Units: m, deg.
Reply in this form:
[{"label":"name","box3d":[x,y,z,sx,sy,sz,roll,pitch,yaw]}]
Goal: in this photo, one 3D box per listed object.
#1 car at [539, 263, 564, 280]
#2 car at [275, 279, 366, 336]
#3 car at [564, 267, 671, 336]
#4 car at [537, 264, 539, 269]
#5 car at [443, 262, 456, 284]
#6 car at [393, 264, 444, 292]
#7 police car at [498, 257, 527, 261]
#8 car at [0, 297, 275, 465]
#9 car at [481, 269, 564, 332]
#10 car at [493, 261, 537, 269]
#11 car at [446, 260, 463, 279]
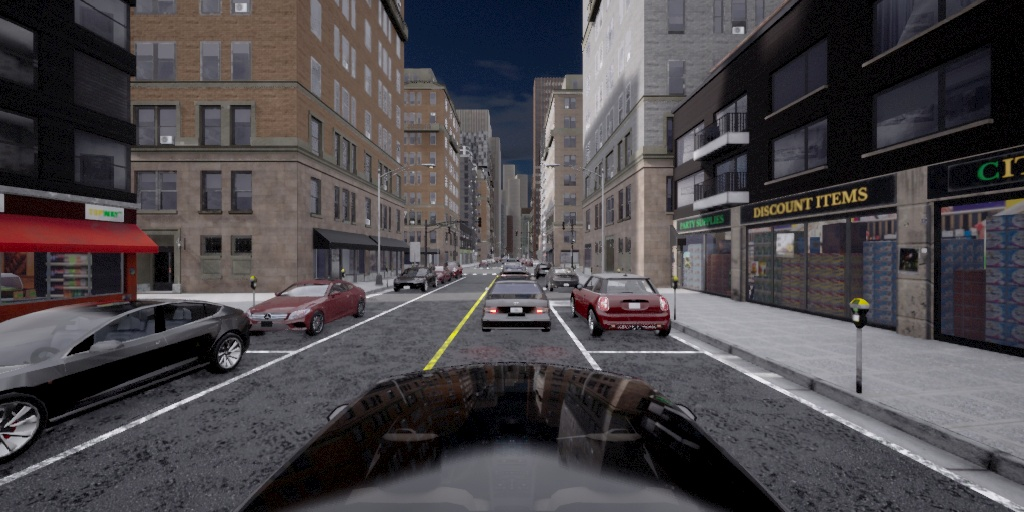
[{"label":"car","box3d":[2.907,1.301,21.340,2.007,1.370,4.403,0,0,0]},{"label":"car","box3d":[-5.648,1.331,10.361,1.802,1.307,4.207,0,0,0]},{"label":"car","box3d":[2.878,1.189,10.337,1.967,1.591,4.097,0,0,0]},{"label":"car","box3d":[2.937,1.318,32.342,1.948,1.339,4.313,0,0,0]},{"label":"car","box3d":[-5.604,1.333,26.864,1.802,1.307,4.207,0,0,0]},{"label":"car","box3d":[-5.618,1.316,21.363,1.948,1.339,4.313,0,0,0]},{"label":"police car","box3d":[0.076,1.177,31.353,1.930,1.638,5.238,0,0,0]},{"label":"car","box3d":[-5.663,1.315,4.859,1.948,1.339,4.313,0,0,0]},{"label":"car","box3d":[0.119,1.297,10.811,2.033,1.411,5.357,0,0,0]},{"label":"car","box3d":[0.149,1.242,21.334,2.128,1.511,4.902,0,0,0]},{"label":"car","box3d":[-5.588,1.192,32.366,1.967,1.591,4.097,0,0,0]}]
